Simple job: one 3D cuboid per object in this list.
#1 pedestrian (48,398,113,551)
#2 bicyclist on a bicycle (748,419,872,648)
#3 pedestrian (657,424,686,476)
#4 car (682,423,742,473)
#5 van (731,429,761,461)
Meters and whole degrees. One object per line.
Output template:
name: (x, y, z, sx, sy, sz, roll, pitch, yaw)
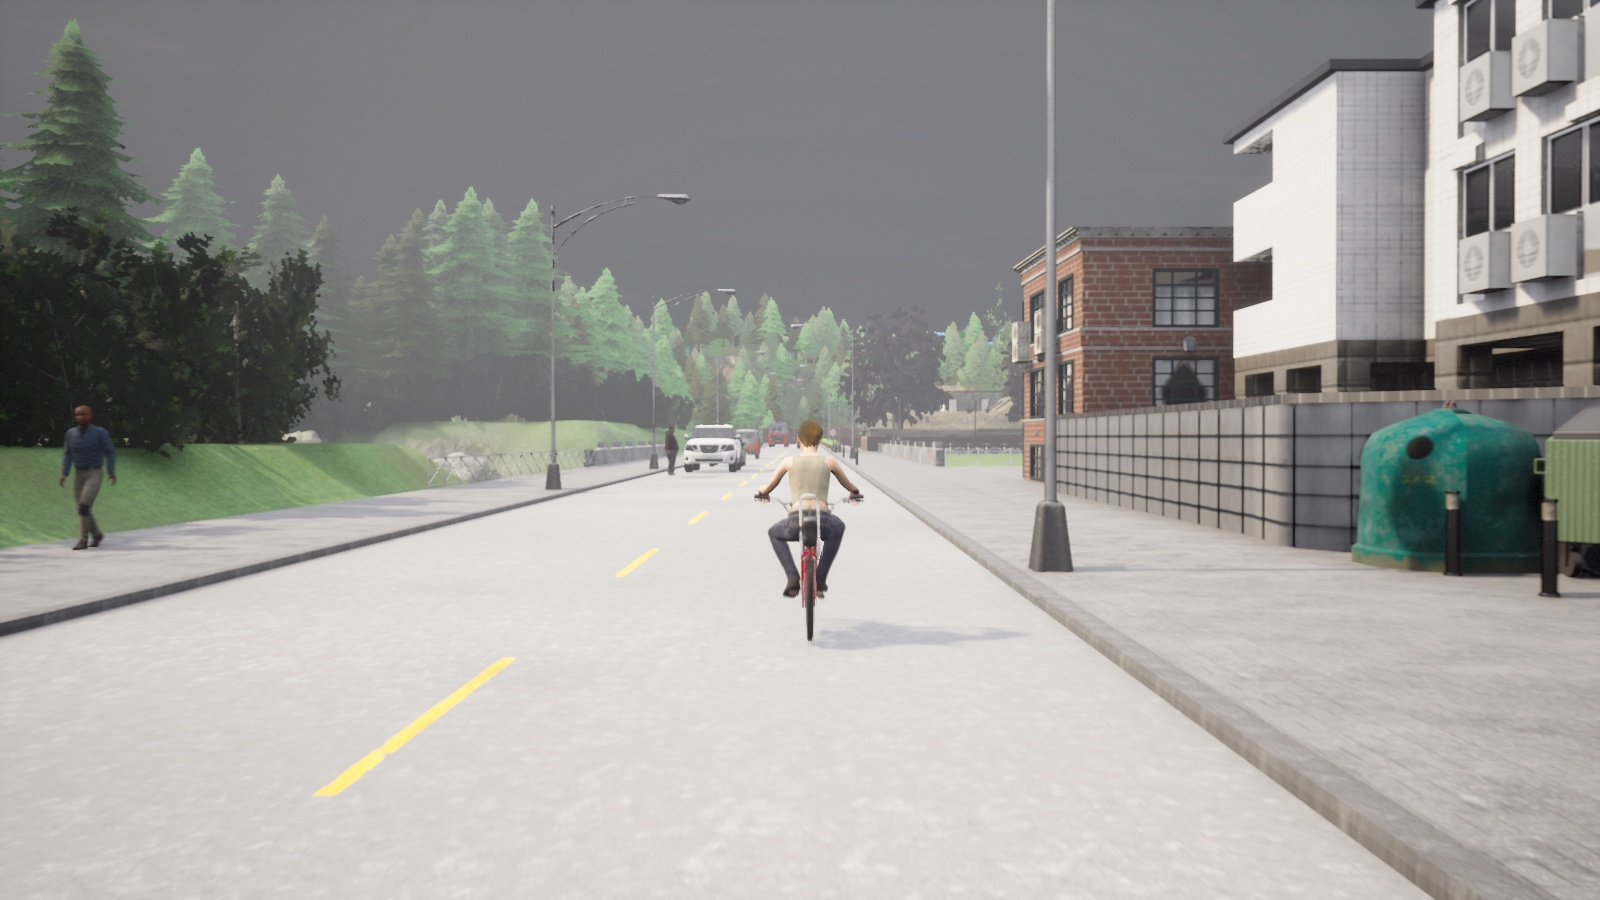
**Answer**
pedestrian: (-8.828, 0.290, 15.422, 0.370, 1.835, 0.726, 0, 1, 0)
bicyclist on a bicycle: (0.070, 0.584, 9.593, 0.866, 1.612, 1.509, 0, 1, 0)
pedestrian: (-4.664, 0.001, 45.497, 0.899, 1.844, 0.634, 0, 1, 11)
car: (-3.712, -0.092, 54.133, 2.150, 2.045, 5.566, 0, 1, 0)
van: (-3.571, -0.360, 83.167, 1.775, 1.987, 4.442, 0, 1, 0)
